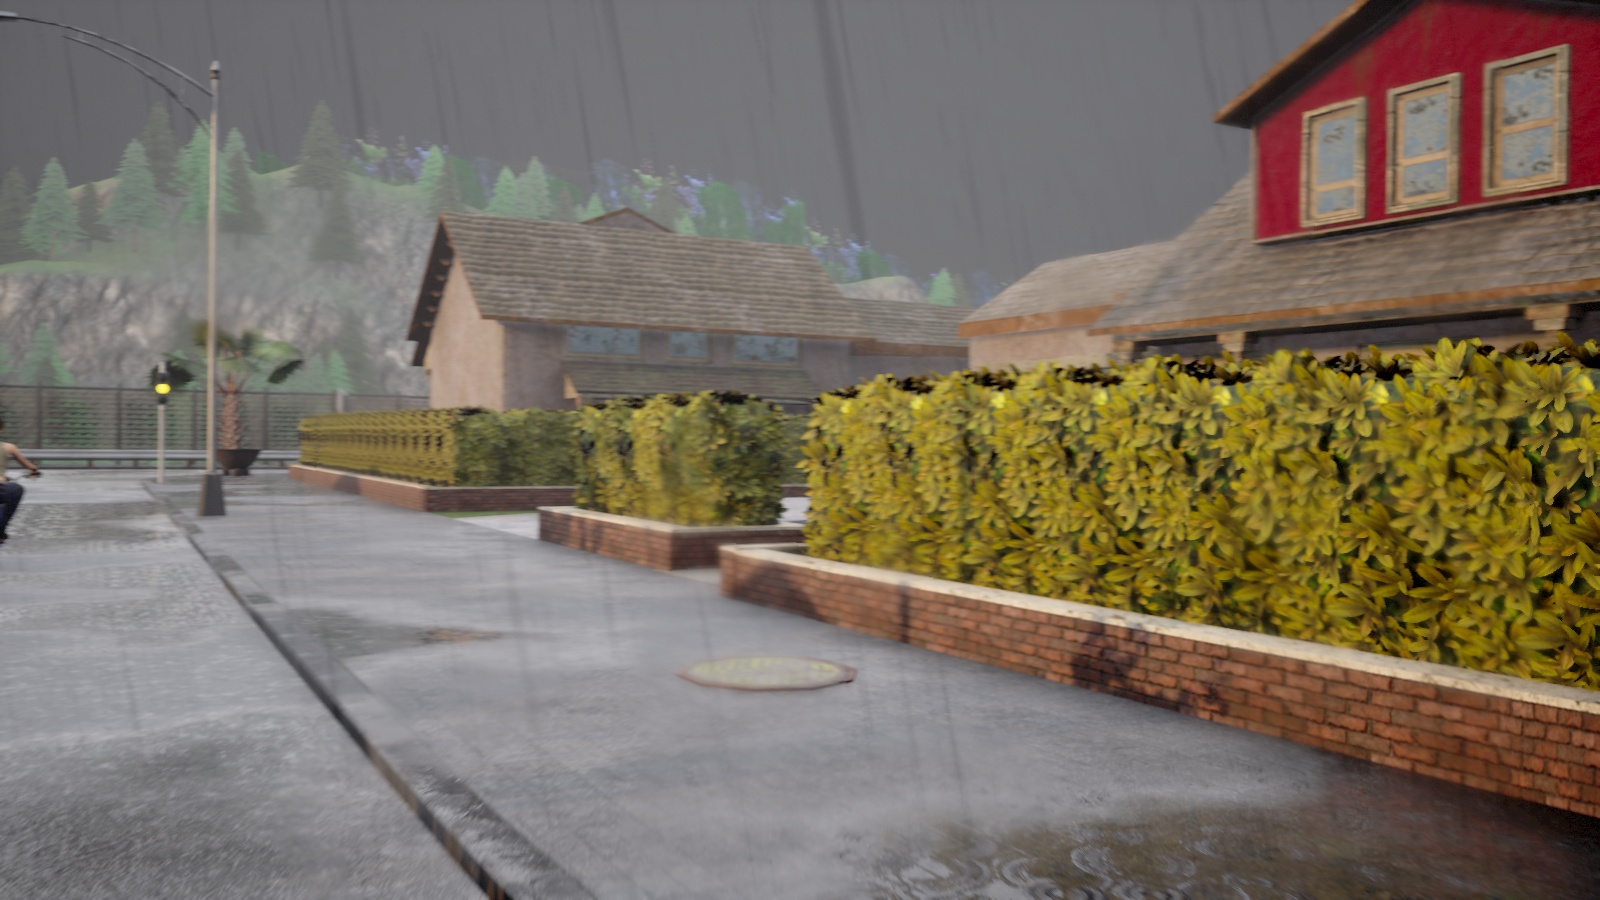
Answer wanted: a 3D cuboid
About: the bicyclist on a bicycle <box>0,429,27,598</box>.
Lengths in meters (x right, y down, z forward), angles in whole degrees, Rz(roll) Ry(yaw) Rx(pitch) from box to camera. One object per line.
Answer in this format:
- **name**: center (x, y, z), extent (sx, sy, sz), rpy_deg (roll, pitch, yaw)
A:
- **bicyclist on a bicycle**: center (-8.245, 0.605, 12.529), extent (0.866, 1.612, 1.509), rpy_deg (-1, 1, -30)
